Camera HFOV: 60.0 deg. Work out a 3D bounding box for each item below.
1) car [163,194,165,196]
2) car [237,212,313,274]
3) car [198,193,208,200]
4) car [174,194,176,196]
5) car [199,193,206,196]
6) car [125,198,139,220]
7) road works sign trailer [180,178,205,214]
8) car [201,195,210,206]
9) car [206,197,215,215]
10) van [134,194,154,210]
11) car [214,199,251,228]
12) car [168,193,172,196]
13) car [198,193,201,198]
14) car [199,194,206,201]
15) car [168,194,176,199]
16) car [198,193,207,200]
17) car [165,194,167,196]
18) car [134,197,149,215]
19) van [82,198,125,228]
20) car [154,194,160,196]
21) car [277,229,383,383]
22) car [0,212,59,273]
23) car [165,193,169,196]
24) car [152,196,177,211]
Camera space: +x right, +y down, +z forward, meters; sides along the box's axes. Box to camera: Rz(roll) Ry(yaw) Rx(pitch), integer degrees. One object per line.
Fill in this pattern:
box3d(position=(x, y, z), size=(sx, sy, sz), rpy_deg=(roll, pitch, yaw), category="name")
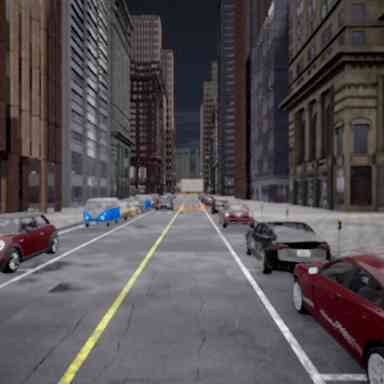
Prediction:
box3d(position=(-5.760, 1.193, 49.761), size=(2.192, 1.841, 5.009), rpy_deg=(0, 0, 0), category="car")
box3d(position=(2.761, 1.538, 10.312), size=(1.947, 1.339, 4.313), rpy_deg=(0, 0, 0), category="car")
box3d(position=(2.768, 1.127, 83.582), size=(2.192, 1.841, 5.009), rpy_deg=(0, 0, 0), category="car")
box3d(position=(-5.756, 1.338, 83.411), size=(1.752, 1.417, 4.829), rpy_deg=(0, 0, 0), category="car")
box3d(position=(2.768, 1.423, 66.676), size=(1.802, 1.307, 4.206), rpy_deg=(0, 0, 0), category="car")
box3d(position=(-5.762, 1.454, 27.045), size=(1.752, 1.417, 4.829), rpy_deg=(0, 0, 0), category="car")
box3d(position=(0.004, 0.378, 33.463), size=(2.380, 3.560, 2.880), rpy_deg=(0, 0, 0), category="road works sign trailer")
box3d(position=(2.766, 1.459, 49.766), size=(1.802, 1.307, 4.206), rpy_deg=(0, 0, 0), category="car")
box3d(position=(2.764, 1.481, 32.857), size=(1.947, 1.339, 4.313), rpy_deg=(0, 0, 0), category="car")
box3d(position=(-5.761, 1.244, 38.487), size=(1.690, 1.788, 3.998), rpy_deg=(0, 0, 0), category="van")
box3d(position=(2.762, 1.383, 21.584), size=(1.967, 1.590, 4.097), rpy_deg=(0, 0, 0), category="car")
box3d(position=(-5.757, 1.392, 66.671), size=(2.008, 1.369, 4.403), rpy_deg=(0, 0, 0), category="car")
box3d(position=(2.768, 1.271, 72.311), size=(1.967, 1.590, 4.097), rpy_deg=(0, 0, 0), category="car")
box3d(position=(2.767, 1.435, 61.039), size=(1.802, 1.307, 4.206), rpy_deg=(0, 0, 0), category="car")
box3d(position=(-5.754, 1.363, 94.854), size=(1.947, 1.339, 4.313), rpy_deg=(0, 0, 0), category="car")
box3d(position=(2.769, 1.119, 89.219), size=(2.192, 1.841, 5.009), rpy_deg=(0, 0, 0), category="car")
box3d(position=(-5.759, 1.431, 55.398), size=(1.947, 1.339, 4.313), rpy_deg=(0, 0, 0), category="car")
box3d(position=(-5.761, 1.466, 32.851), size=(2.008, 1.369, 4.403), rpy_deg=(0, 0, 0), category="car")
box3d(position=(-5.763, 1.284, 21.578), size=(1.690, 1.788, 3.998), rpy_deg=(0, 0, 0), category="van")
box3d(position=(-5.760, 1.330, 44.124), size=(1.967, 1.590, 4.097), rpy_deg=(0, 0, 0), category="car")
box3d(position=(2.761, 1.532, 4.676), size=(1.887, 1.381, 4.507), rpy_deg=(0, 0, 0), category="car")
box3d(position=(-5.764, 1.412, 10.305), size=(1.967, 1.590, 4.097), rpy_deg=(0, 0, 0), category="car")
box3d(position=(-5.758, 1.419, 61.034), size=(1.947, 1.339, 4.313), rpy_deg=(0, 0, 0), category="car")
box3d(position=(-3.088, 1.467, 38.355), size=(1.994, 1.385, 4.181), rpy_deg=(0, 0, 0), category="car")
